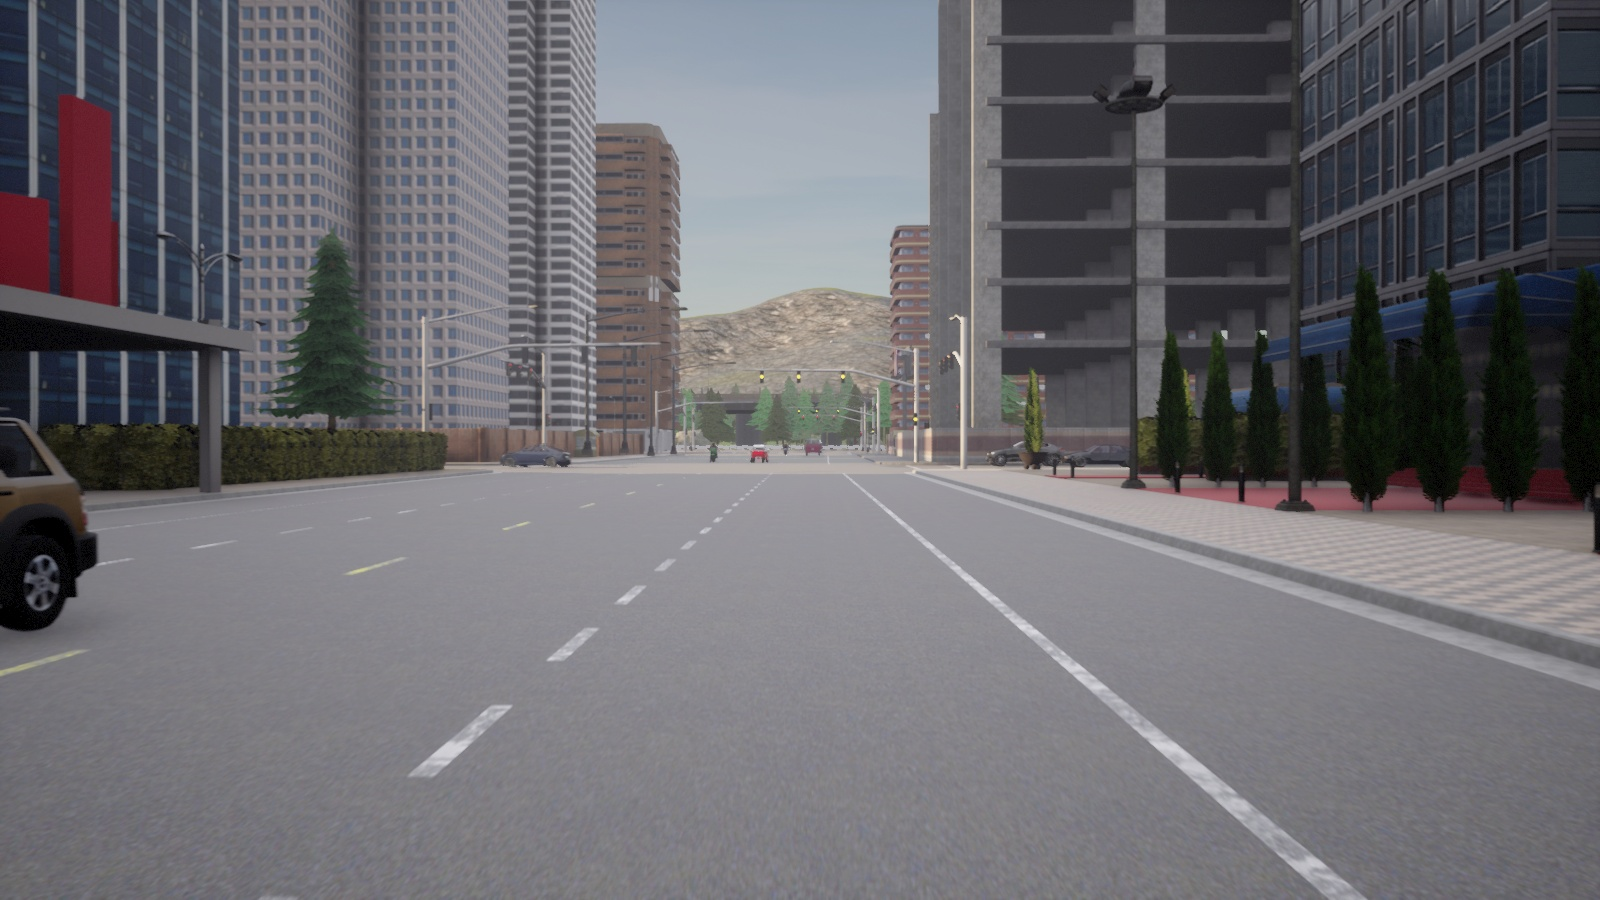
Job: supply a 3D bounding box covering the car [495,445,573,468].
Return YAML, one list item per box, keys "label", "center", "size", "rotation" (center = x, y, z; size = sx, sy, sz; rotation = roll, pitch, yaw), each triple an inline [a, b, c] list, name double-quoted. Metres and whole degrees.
- label: "car"
  center: [-16.074, 0.369, 76.053]
  size: [4.181, 1.385, 1.994]
  rotation: [0, 0, 13]

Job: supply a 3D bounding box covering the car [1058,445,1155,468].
- label: "car"
  center: [18.486, 0.381, 75.957]
  size: [5.357, 1.411, 2.033]
  rotation: [0, 0, 1]

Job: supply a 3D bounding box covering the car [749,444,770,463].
- label: "car"
  center: [-3.085, 0.263, 95.100]
  size: [1.481, 1.376, 2.207]
  rotation: [0, 1, 1]

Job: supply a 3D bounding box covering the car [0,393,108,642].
- label: "car"
  center: [-6.934, 0.510, 8.499]
  size: [1.932, 1.855, 4.605]
  rotation: [0, 0, 1]

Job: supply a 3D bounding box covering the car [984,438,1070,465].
- label: "car"
  center: [14.337, 0.089, 79.507]
  size: [5.027, 1.651, 2.152]
  rotation: [0, 0, 1]
